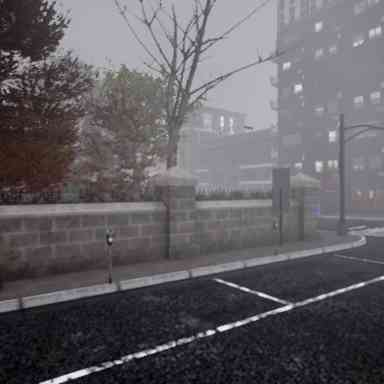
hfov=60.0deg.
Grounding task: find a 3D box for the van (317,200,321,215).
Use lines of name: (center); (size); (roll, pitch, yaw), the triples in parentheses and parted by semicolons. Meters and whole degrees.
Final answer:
van: (10.582, 1.618, 32.730); (1.690, 1.788, 3.998); (-1, 0, -36)
